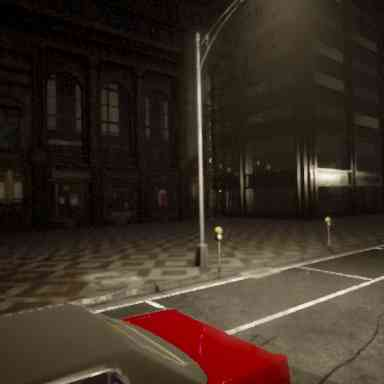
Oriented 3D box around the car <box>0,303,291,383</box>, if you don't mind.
[{"bbox_3d":[-1.496,1.687,2.209,4.718,1.301,1.895,0,-1,-38],"label":"car"}]
